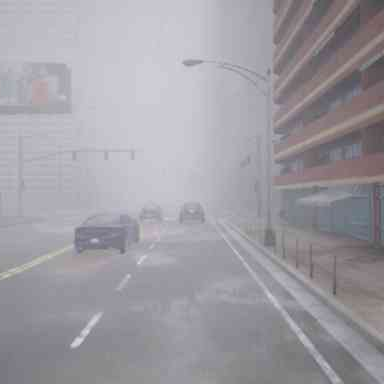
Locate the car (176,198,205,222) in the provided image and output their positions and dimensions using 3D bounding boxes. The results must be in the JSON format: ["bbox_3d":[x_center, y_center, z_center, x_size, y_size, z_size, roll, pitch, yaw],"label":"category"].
[{"bbox_3d":[-0.006,1.624,29.084,2.097,1.767,4.553,0,-1,0],"label":"car"}]

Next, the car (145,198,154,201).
[{"bbox_3d":[-10.526,2.251,82.271,1.882,1.535,5.008,0,-1,0],"label":"car"}]

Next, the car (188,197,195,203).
[{"bbox_3d":[-0.029,2.244,89.690,1.882,1.535,5.008,0,-1,0],"label":"car"}]

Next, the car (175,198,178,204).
[{"bbox_3d":[-3.529,2.293,89.687,2.128,1.511,4.902,0,-1,0],"label":"car"}]

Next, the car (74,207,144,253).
[{"bbox_3d":[-3.501,1.615,14.469,1.882,1.535,5.008,0,0,0],"label":"car"}]

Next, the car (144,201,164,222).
[{"bbox_3d":[-3.516,1.803,29.381,1.812,1.442,4.674,0,0,0],"label":"car"}]
